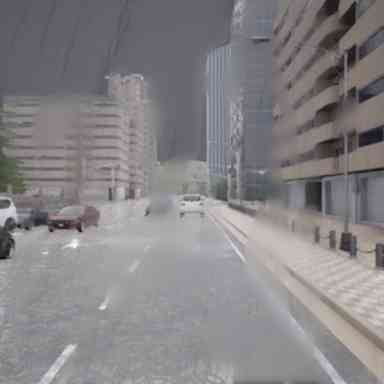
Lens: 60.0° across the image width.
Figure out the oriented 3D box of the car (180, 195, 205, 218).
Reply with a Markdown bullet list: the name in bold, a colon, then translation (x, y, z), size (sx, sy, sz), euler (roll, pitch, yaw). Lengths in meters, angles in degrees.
- **car**: translation (0.030, 1.280, 31.294), size (2.150, 2.045, 5.566), euler (0, -1, 1)

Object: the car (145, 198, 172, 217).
- **car**: translation (-3.405, 1.631, 32.699), size (1.994, 1.385, 4.181), euler (0, 0, 0)

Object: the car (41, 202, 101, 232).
- **car**: translation (-7.077, 1.520, 20.449), size (1.882, 1.535, 5.008), euler (0, 0, 0)

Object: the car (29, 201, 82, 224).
- **car**: translation (-10.540, 1.546, 26.164), size (2.128, 1.511, 4.902), euler (0, 0, 0)

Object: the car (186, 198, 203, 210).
- **car**: translation (0.364, 1.617, 45.311), size (1.812, 1.442, 4.674), euler (0, 0, 6)

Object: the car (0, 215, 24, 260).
- **car**: translation (-7.098, 1.585, 9.827), size (1.994, 1.385, 4.181), euler (0, 0, 0)

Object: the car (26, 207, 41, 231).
- **car**: translation (-10.504, 1.619, 20.909), size (1.994, 1.385, 4.181), euler (0, 0, 0)

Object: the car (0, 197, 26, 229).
- **car**: translation (-10.587, 1.255, 15.926), size (2.150, 2.045, 5.566), euler (0, 0, 1)
